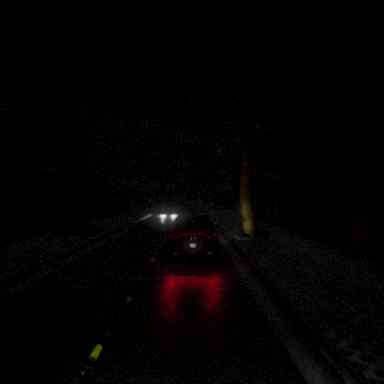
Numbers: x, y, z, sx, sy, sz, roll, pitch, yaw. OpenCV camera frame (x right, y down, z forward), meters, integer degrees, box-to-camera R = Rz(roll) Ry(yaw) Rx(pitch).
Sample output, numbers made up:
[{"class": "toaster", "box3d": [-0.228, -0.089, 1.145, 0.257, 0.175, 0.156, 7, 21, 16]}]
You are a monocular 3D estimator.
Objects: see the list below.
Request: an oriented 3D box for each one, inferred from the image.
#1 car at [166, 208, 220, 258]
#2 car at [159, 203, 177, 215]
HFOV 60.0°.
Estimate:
[{"class": "car", "box3d": [0.050, 1.636, 13.523, 1.882, 1.535, 5.008, 0, 0, 0]}, {"class": "car", "box3d": [-2.807, 2.016, 40.852, 1.994, 1.385, 4.181, 0, -1, 0]}]
